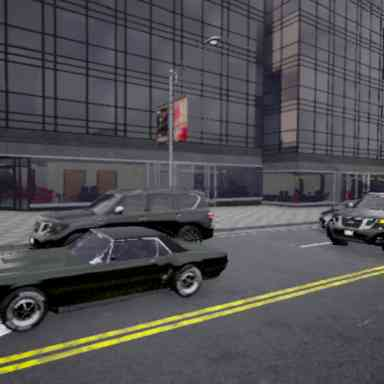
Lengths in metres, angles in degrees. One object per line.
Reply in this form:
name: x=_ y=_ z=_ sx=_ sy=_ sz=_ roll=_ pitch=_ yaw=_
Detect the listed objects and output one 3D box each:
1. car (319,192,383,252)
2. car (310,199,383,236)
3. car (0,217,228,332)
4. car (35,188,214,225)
car: x=7.535 y=1.025 z=12.643 sx=5.566 sy=2.045 sz=2.150 roll=0 pitch=2 yaw=-34
car: x=8.647 y=1.195 z=17.308 sx=4.902 sy=1.511 sz=2.128 roll=0 pitch=2 yaw=-34
car: x=-1.657 y=1.394 z=6.472 sx=4.718 sy=1.301 sz=1.895 roll=0 pitch=2 yaw=-34
car: x=-1.873 y=0.914 z=10.236 sx=5.566 sy=2.045 sz=2.150 roll=0 pitch=2 yaw=-34
